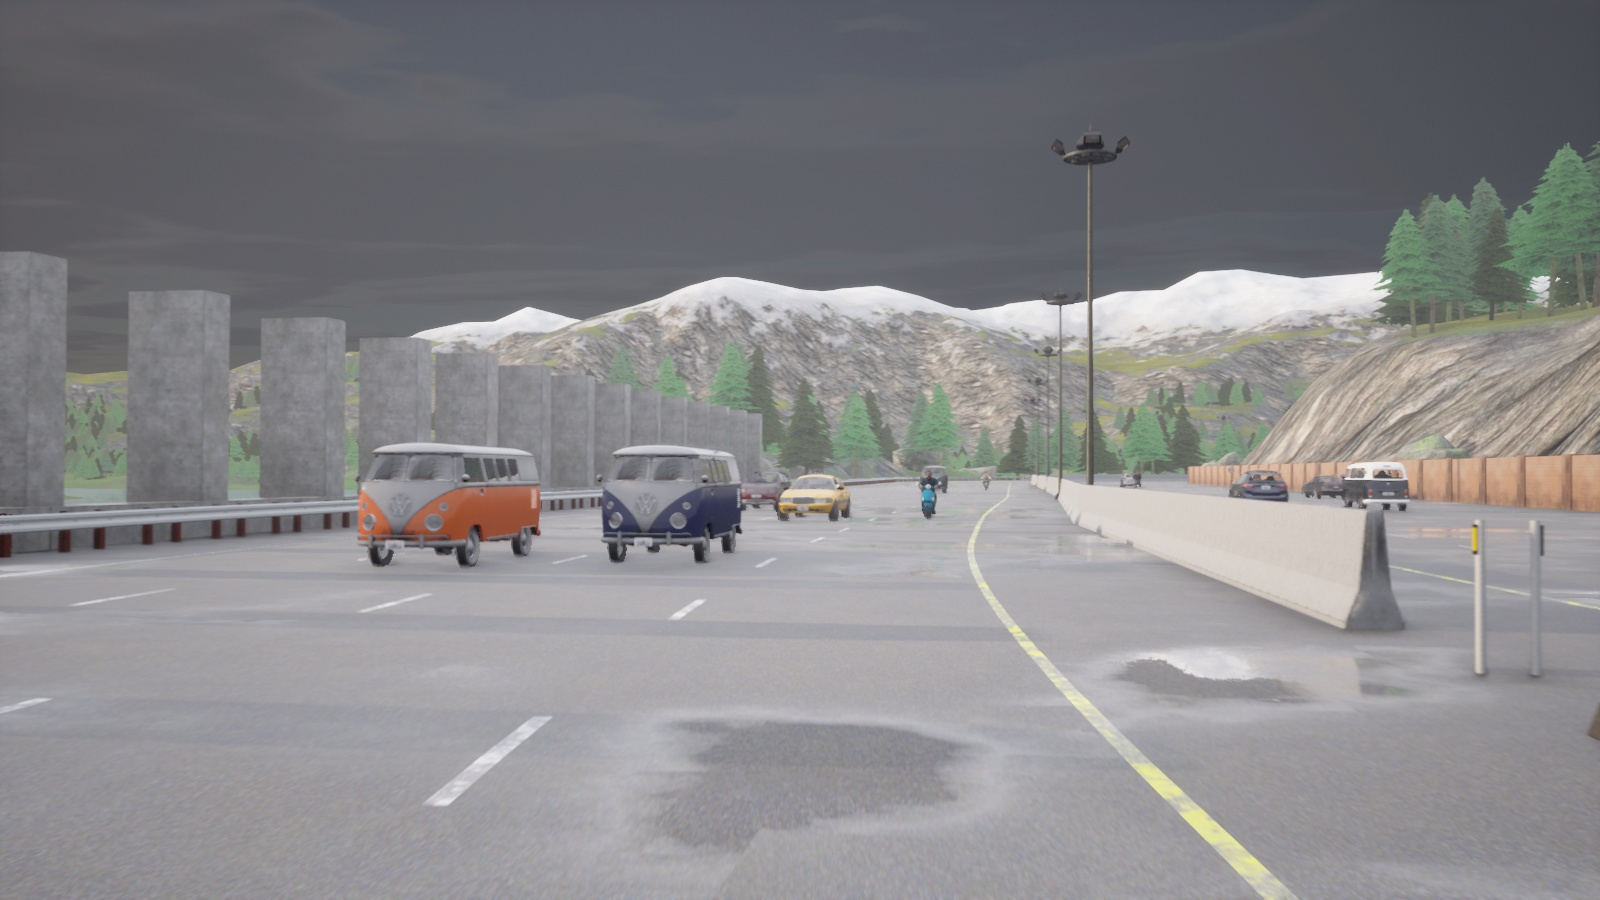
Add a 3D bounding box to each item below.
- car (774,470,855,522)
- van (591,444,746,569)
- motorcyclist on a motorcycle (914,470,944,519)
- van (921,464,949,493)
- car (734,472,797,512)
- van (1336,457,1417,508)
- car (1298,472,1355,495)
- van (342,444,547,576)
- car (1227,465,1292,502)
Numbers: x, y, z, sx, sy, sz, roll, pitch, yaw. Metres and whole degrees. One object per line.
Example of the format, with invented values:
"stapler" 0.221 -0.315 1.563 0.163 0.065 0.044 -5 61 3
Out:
"car" 0.561 1.430 40.580 1.801 1.575 5.366 0 -1 10
"van" -2.207 0.949 22.283 1.775 1.987 4.442 0 -1 7
"motorcyclist on a motorcycle" 4.272 1.447 41.507 0.866 1.590 1.817 0 -1 10
"van" 9.756 2.050 90.626 1.775 1.987 4.442 0 -1 10
"car" -1.330 1.636 50.026 1.789 1.549 3.705 0 -1 11
"van" 24.125 1.333 52.741 2.069 2.038 4.480 0 -1 11
"car" 32.426 2.038 77.459 2.033 1.411 5.357 0 -1 10
"van" -5.850 0.946 21.249 1.775 1.987 4.442 0 -1 7
"car" 22.062 1.589 60.458 2.242 1.667 4.611 0 -1 11
